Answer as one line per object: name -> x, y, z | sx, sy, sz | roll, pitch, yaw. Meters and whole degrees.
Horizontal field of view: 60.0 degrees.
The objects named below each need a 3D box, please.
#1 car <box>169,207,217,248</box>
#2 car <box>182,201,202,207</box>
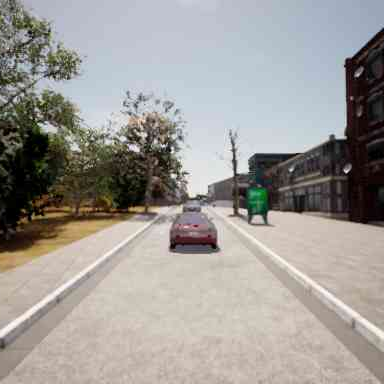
car -> 0.051, 1.588, 14.905 | 1.994, 1.385, 4.181 | 0, 0, 0
car -> -0.005, 1.578, 32.848 | 2.033, 1.411, 5.357 | 0, 1, 0
